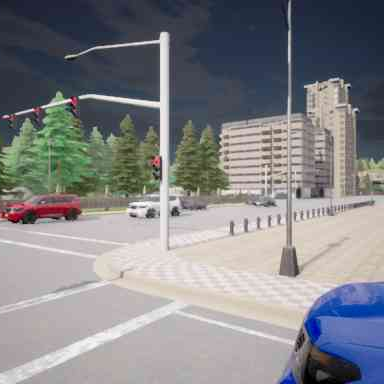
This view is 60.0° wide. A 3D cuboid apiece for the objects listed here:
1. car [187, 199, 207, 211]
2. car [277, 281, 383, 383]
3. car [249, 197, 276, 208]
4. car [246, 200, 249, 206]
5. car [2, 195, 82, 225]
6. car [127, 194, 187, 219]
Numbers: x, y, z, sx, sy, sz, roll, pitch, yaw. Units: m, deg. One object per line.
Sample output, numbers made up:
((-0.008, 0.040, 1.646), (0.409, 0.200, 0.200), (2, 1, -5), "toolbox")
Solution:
((0.052, 1.563, 39.928), (1.994, 1.385, 4.181), (0, 0, 36), "car")
((3.280, 1.222, 1.626), (5.566, 2.045, 2.150), (0, 0, 36), "car")
((10.761, 1.491, 48.828), (2.128, 1.511, 4.902), (0, 0, 36), "car")
((10.611, 1.532, 54.572), (2.128, 1.511, 4.902), (0, 0, 35), "car")
((-10.864, 1.221, 24.630), (2.150, 2.045, 5.566), (0, 0, 35), "car")
((-3.208, 1.221, 29.338), (2.150, 2.045, 5.566), (0, 0, 35), "car")
